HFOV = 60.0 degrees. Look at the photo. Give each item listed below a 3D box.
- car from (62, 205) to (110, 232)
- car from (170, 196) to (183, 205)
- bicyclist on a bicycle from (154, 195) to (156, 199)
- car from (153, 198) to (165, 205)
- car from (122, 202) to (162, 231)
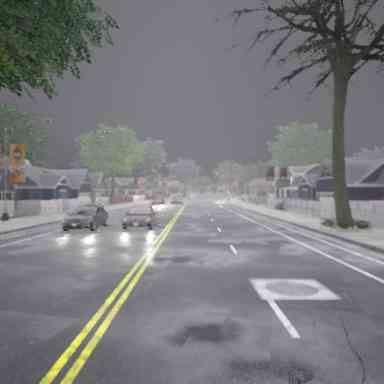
[{"bbox_3d":[-6.524,1.593,20.861,1.837,1.490,4.892,0,0,0],"label":"car"},{"bbox_3d":[-2.889,1.563,62.282,2.097,1.767,4.553,0,0,2],"label":"car"},{"bbox_3d":[-8.016,1.586,71.444,0.659,1.776,1.843,0,0,2],"label":"bicyclist on a bicycle"},{"bbox_3d":[-6.149,1.771,61.970,1.994,1.385,4.181,0,0,2],"label":"car"},{"bbox_3d":[-3.270,1.620,21.709,1.812,1.442,4.674,0,0,0],"label":"car"}]
